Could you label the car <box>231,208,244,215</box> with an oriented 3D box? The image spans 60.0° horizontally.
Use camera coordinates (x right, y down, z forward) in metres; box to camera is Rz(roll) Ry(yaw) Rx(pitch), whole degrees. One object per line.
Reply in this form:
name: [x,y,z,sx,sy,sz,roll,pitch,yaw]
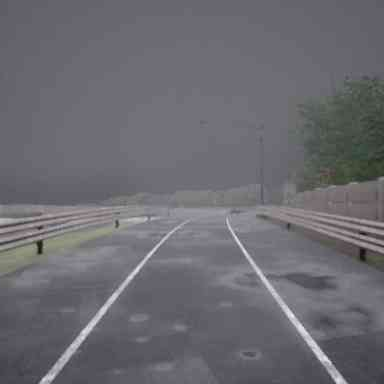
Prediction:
car: [10.078,4.295,73.862,1.837,1.490,4.892,-2,-4,27]
